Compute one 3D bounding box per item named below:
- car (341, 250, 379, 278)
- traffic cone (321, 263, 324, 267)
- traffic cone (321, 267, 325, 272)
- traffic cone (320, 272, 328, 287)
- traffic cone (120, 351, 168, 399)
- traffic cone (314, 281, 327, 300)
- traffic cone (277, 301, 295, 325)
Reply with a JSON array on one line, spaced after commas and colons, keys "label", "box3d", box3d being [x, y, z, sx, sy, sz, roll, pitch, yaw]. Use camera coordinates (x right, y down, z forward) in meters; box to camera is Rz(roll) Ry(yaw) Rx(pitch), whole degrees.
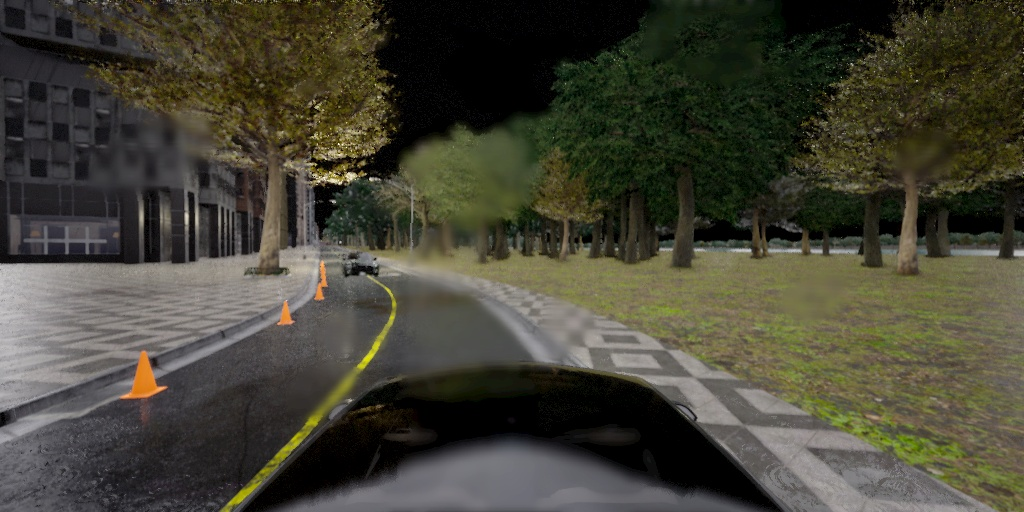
[{"label": "car", "box3d": [-10.486, 0.479, 24.652, 2.097, 1.767, 4.553, 0, 2, -28]}, {"label": "traffic cone", "box3d": [-14.253, 0.991, 27.057, 0.340, 0.580, 0.340, 0, 0, -28]}, {"label": "traffic cone", "box3d": [-11.901, 1.124, 22.646, 0.340, 0.580, 0.340, 0, 0, -28]}, {"label": "traffic cone", "box3d": [-9.550, 1.254, 18.235, 0.340, 0.580, 0.340, 0, 0, -28]}, {"label": "traffic cone", "box3d": [-5.126, 1.620, 5.003, 0.340, 0.580, 0.340, 0, 0, -8]}, {"label": "traffic cone", "box3d": [-7.509, 1.376, 13.984, 0.340, 0.580, 0.340, 0, 0, -22]}, {"label": "traffic cone", "box3d": [-6.033, 1.497, 9.569, 0.340, 0.580, 0.340, 0, 0, -15]}]
